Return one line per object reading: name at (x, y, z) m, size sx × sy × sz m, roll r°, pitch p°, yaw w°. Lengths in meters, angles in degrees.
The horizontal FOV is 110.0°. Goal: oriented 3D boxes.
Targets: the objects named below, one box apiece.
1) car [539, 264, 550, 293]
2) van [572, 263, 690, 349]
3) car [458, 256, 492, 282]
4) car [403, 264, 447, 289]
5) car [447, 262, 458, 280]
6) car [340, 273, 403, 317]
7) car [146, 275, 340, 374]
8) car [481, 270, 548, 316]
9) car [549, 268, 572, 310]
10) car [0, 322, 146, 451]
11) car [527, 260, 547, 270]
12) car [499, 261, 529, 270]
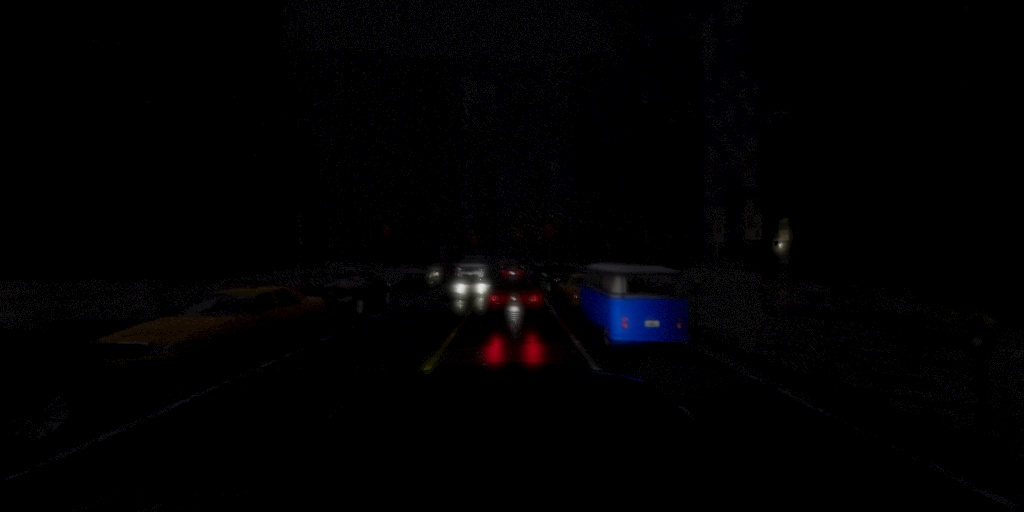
car at (2.754, 1.325, 19.723) m, size 1.948 × 1.339 × 4.313 m, roll 0°, pitch 0°, yaw 0°
van at (2.759, 1.094, 8.896) m, size 1.690 × 1.789 × 3.998 m, roll 0°, pitch 0°, yaw 0°
car at (-3.106, 0.988, 29.534) m, size 2.150 × 2.045 × 5.566 m, roll 0°, pitch 0°, yaw 0°
car at (-5.772, 1.312, 22.953) m, size 2.007 × 1.370 × 4.403 m, roll 0°, pitch 0°, yaw 0°
car at (-5.774, 1.311, 28.397) m, size 1.888 × 1.381 × 4.507 m, roll 0°, pitch 0°, yaw 0°
car at (-5.768, 1.306, 13.081) m, size 2.007 × 1.370 × 4.403 m, roll 0°, pitch 0°, yaw 0°
car at (-5.766, 1.278, 7.622) m, size 1.751 × 1.417 × 4.829 m, roll 0°, pitch 0°, yaw 0°
car at (0.087, 1.357, 13.357) m, size 1.895 × 1.301 × 4.718 m, roll 0°, pitch 0°, yaw 0°
car at (2.757, 1.282, 14.479) m, size 1.751 × 1.417 × 4.829 m, roll 0°, pitch 0°, yaw 0°
car at (-5.763, 1.316, 2.502) m, size 1.948 × 1.339 × 4.313 m, roll 0°, pitch 0°, yaw 0°
car at (2.748, 1.321, 34.294) m, size 2.007 × 1.370 × 4.403 m, roll 0°, pitch 0°, yaw 0°
car at (0.080, 1.330, 29.562) m, size 1.994 × 1.385 × 4.181 m, roll 0°, pitch 0°, yaw 0°
